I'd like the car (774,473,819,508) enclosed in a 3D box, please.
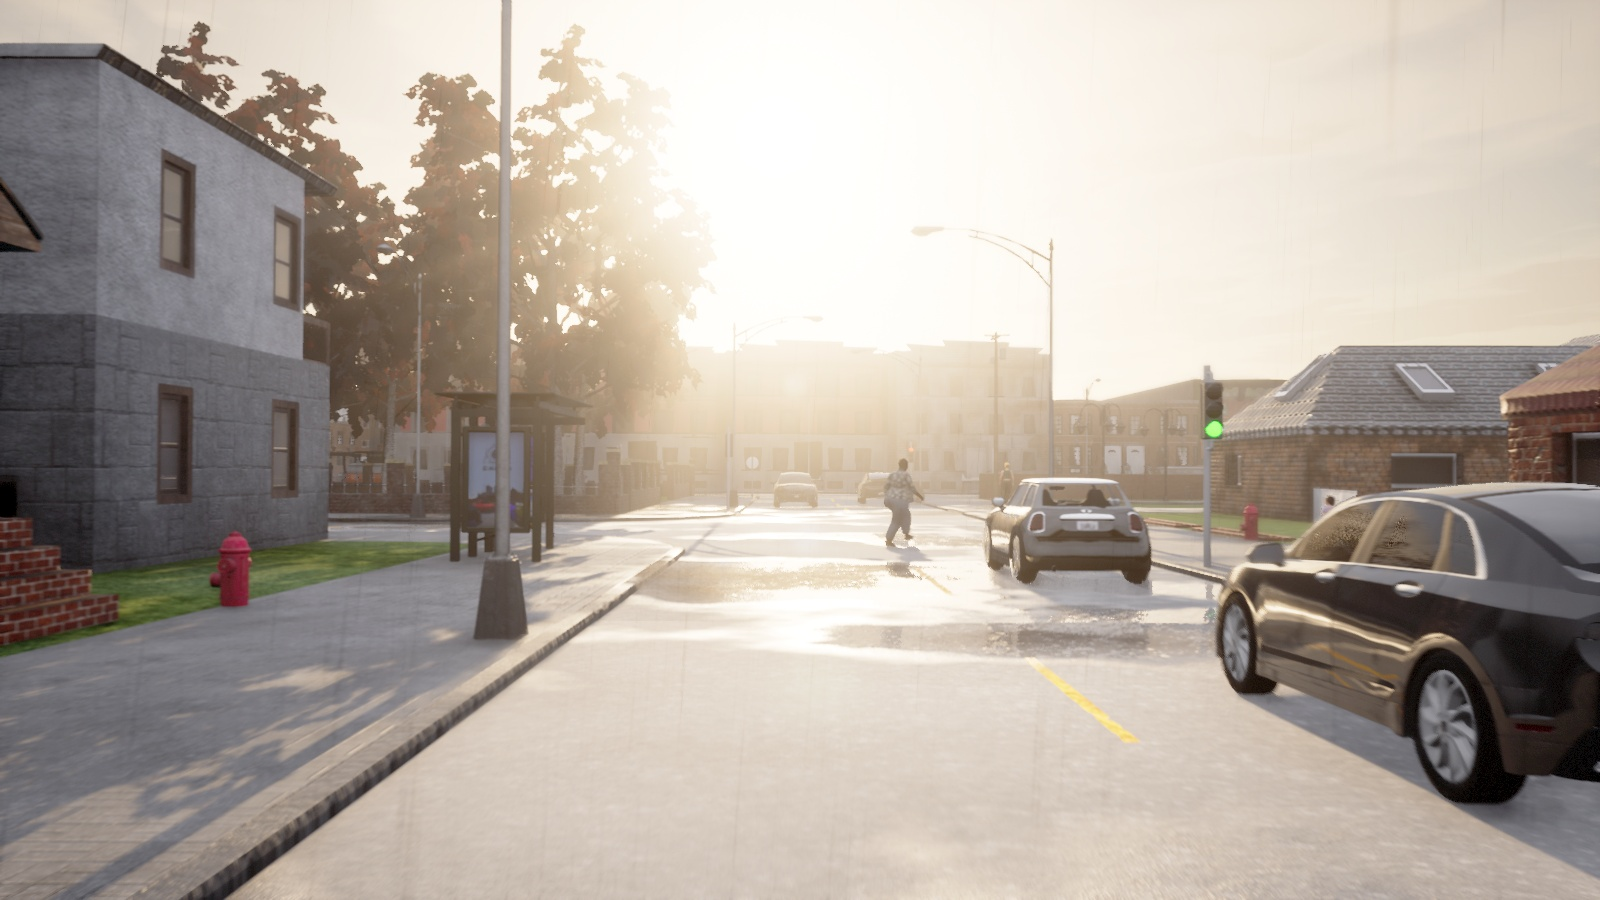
[{"bbox_3d":[-0.206,1.747,55.331,1.837,1.490,4.892,0,-1,-2],"label":"car"}]

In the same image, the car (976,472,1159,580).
[{"bbox_3d":[3.952,1.086,19.198,1.970,1.475,3.806,0,-1,0],"label":"car"}]

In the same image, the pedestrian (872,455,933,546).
[{"bbox_3d":[2.115,1.031,26.015,0.900,1.855,0.874,0,-1,-35],"label":"pedestrian"}]

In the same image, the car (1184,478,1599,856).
[{"bbox_3d":[3.981,0.930,7.523,1.837,1.490,4.892,0,-1,0],"label":"car"}]

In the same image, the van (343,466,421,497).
[{"bbox_3d":[-26.897,2.029,80.869,4.442,1.987,1.775,0,-1,0],"label":"van"}]

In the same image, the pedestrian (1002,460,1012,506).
[{"bbox_3d":[8.411,1.345,51.016,0.345,1.836,0.594,0,-1,8],"label":"pedestrian"}]

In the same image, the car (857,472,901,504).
[{"bbox_3d":[3.849,1.842,61.999,1.837,1.490,4.892,0,-1,0],"label":"car"}]

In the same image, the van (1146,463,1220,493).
[{"bbox_3d":[25.924,1.888,85.036,4.442,1.987,1.775,0,-1,0],"label":"van"}]

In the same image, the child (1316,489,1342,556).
[{"bbox_3d":[9.004,1.226,21.362,0.255,1.110,0.394,0,-1,-2],"label":"child"}]
